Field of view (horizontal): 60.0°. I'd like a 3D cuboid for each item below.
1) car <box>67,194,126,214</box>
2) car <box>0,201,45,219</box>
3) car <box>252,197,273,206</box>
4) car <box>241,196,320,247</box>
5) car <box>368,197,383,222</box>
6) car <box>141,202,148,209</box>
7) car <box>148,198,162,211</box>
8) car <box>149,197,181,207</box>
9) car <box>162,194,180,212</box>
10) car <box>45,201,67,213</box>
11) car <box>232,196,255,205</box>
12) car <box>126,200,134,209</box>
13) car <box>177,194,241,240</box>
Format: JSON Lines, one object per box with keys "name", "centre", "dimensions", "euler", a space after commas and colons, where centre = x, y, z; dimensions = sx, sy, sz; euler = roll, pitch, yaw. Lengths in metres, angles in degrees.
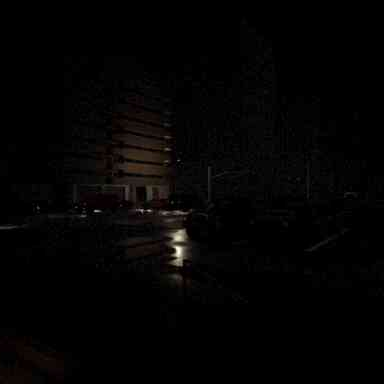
{"name": "car", "centre": [-10.295, 1.221, 36.288], "dimensions": [2.150, 2.045, 5.566], "euler": [0, 0, 34]}
{"name": "car", "centre": [-15.400, 1.564, 28.687], "dimensions": [1.994, 1.385, 4.181], "euler": [0, 0, 34]}
{"name": "car", "centre": [12.101, 1.526, 56.746], "dimensions": [1.812, 1.442, 4.674], "euler": [0, 0, 34]}
{"name": "car", "centre": [3.920, 1.156, 14.329], "dimensions": [1.905, 1.878, 3.866], "euler": [0, 0, 34]}
{"name": "car", "centre": [15.945, 1.395, 27.283], "dimensions": [1.970, 1.475, 3.806], "euler": [0, 0, 34]}
{"name": "car", "centre": [-4.487, 1.547, 44.925], "dimensions": [2.033, 1.411, 5.357], "euler": [0, 0, 34]}
{"name": "car", "centre": [-2.714, 1.477, 40.949], "dimensions": [1.882, 1.535, 5.008], "euler": [0, 0, 34]}
{"name": "car", "centre": [-4.110, 1.547, 51.711], "dimensions": [2.033, 1.411, 5.357], "euler": [0, 0, 35]}
{"name": "car", "centre": [-0.587, 1.221, 37.839], "dimensions": [2.150, 2.045, 5.566], "euler": [0, 0, 34]}
{"name": "car", "centre": [-15.317, 1.601, 35.090], "dimensions": [1.895, 1.301, 4.718], "euler": [0, 0, 34]}
{"name": "car", "centre": [9.168, 1.491, 58.649], "dimensions": [2.128, 1.511, 4.902], "euler": [0, 0, 34]}
{"name": "car", "centre": [-9.942, 1.547, 43.095], "dimensions": [2.033, 1.411, 5.357], "euler": [0, 0, 34]}
{"name": "car", "centre": [1.553, 1.153, 15.995], "dimensions": [1.932, 1.855, 4.605], "euler": [0, 0, 34]}
